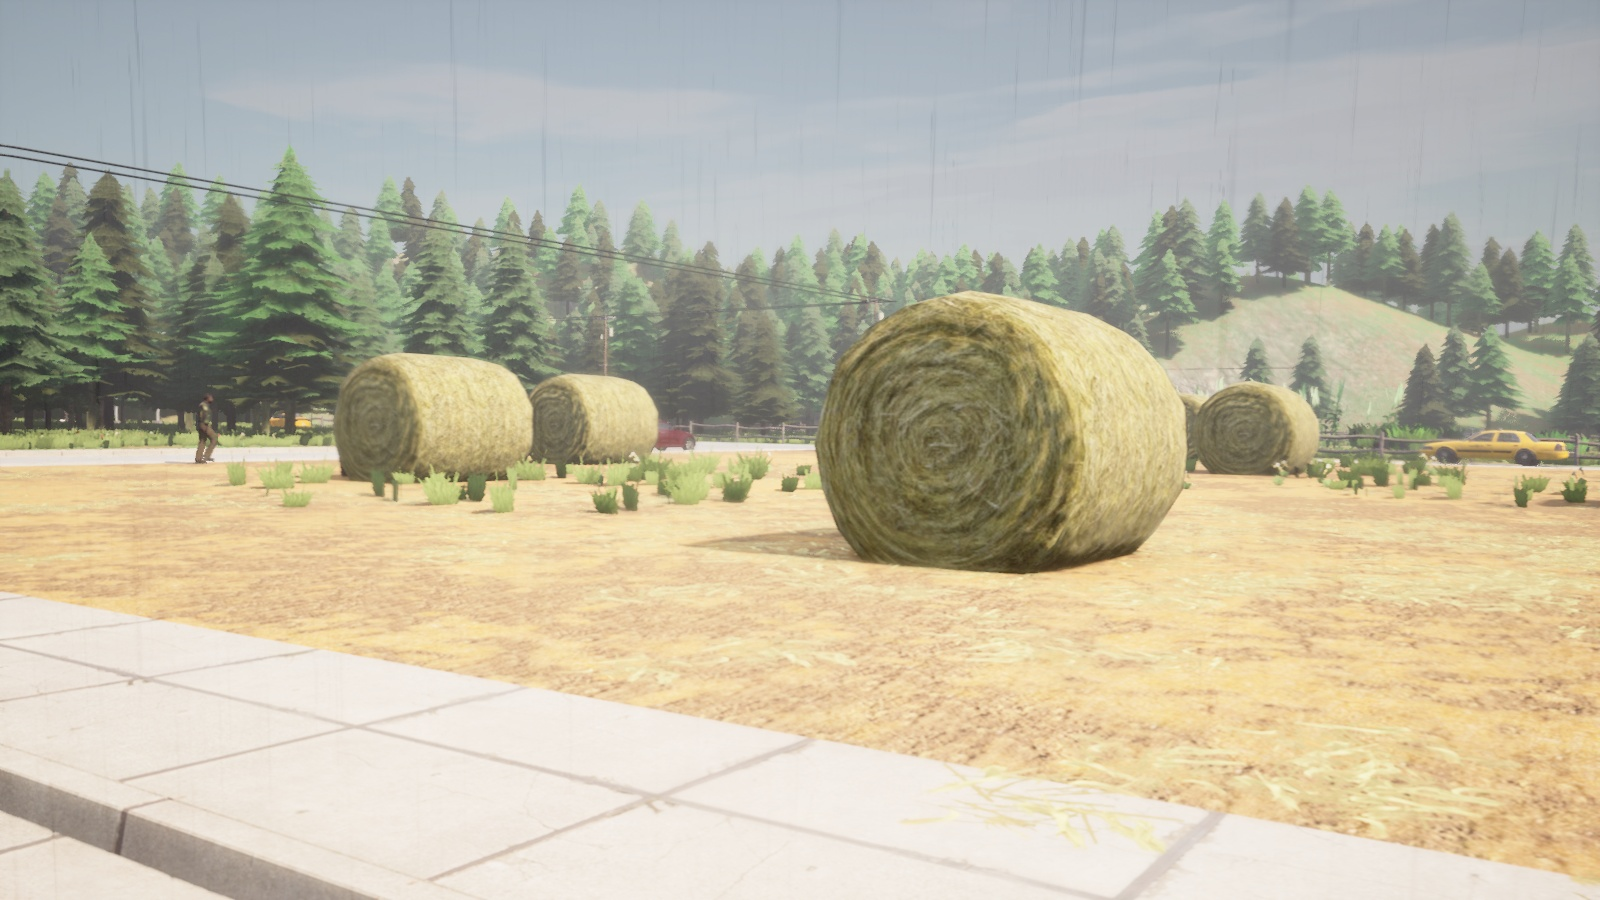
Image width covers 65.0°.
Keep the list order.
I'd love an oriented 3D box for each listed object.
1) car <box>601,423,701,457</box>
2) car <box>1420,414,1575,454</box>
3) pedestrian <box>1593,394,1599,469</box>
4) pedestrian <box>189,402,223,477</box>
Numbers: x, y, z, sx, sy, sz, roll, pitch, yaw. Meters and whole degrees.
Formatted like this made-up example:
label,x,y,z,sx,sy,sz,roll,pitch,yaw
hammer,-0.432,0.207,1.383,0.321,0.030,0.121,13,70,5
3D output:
label,x,y,z,sx,sy,sz,roll,pitch,yaw
car,-6.621,-0.498,56.311,1.812,1.442,4.674,1,2,35
car,28.731,-0.688,51.829,5.366,1.575,1.801,1,2,38
pedestrian,21.276,-0.488,32.659,0.873,1.952,0.659,-1,1,-12
pedestrian,-15.437,-0.288,32.624,0.692,1.930,0.395,-1,2,-38
